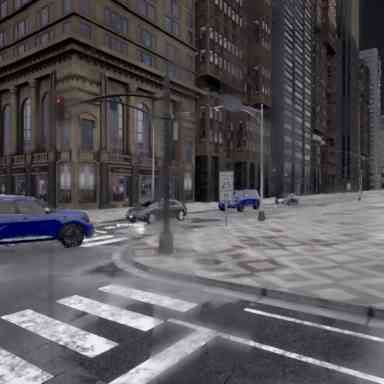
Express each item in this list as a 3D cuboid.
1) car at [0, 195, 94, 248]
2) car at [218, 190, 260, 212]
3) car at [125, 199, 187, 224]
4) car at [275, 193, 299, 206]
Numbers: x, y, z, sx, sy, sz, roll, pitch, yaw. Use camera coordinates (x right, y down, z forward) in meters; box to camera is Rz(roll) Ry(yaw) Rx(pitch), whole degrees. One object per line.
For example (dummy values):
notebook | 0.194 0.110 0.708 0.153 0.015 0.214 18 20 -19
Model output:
car | -6.486 1.120 12.133 5.566 2.045 2.150 -1 2 -41
car | 4.655 0.798 32.183 2.150 2.045 5.566 0 1 36
car | -2.297 1.242 22.446 1.837 1.490 4.892 0 1 37
car | 12.185 0.896 42.656 2.128 1.511 4.902 0 1 35
